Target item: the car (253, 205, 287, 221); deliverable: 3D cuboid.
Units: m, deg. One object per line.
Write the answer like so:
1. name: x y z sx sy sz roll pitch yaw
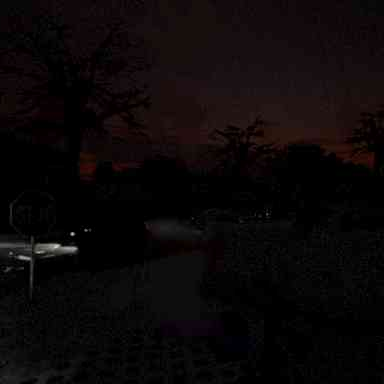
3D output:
1. car: 7.670 2.030 32.385 1.837 1.490 4.892 1 0 36

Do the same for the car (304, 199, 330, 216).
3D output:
1. car: 16.899 1.998 44.847 2.150 2.045 5.566 1 -1 36

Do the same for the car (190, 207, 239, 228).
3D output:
1. car: 1.792 1.857 24.378 1.812 1.442 4.674 1 0 36

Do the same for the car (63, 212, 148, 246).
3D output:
1. car: -4.096 1.713 16.301 1.994 1.385 4.181 1 0 37
